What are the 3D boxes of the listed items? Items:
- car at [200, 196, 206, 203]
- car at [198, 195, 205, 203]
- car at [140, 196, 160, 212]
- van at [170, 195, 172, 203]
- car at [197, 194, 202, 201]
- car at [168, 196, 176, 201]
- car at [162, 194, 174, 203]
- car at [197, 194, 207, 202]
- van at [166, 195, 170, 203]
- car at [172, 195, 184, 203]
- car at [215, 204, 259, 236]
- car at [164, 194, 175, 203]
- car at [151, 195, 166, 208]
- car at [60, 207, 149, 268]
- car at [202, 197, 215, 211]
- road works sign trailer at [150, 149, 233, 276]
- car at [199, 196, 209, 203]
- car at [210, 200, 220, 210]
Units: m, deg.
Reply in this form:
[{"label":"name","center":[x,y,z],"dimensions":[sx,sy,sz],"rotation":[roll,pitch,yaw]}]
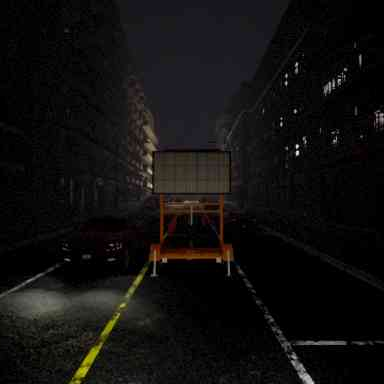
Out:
[{"label":"car","center":[2.572,1.634,46.301],"dimensions":[2.008,1.369,4.403],"rotation":[1,0,0]},{"label":"car","center":[2.569,1.684,62.893],"dimensions":[1.887,1.381,4.507],"rotation":[1,0,0]},{"label":"car","center":[-5.305,1.594,40.660],"dimensions":[1.752,1.417,4.829],"rotation":[2,0,0]},{"label":"van","center":[-5.307,1.481,62.953],"dimensions":[1.690,1.788,3.998],"rotation":[1,0,0]},{"label":"car","center":[2.567,1.706,68.423],"dimensions":[1.887,1.381,4.507],"rotation":[1,0,0]},{"label":"car","center":[-5.320,1.830,90.605],"dimensions":[1.947,1.339,4.313],"rotation":[1,0,0]},{"label":"car","center":[-5.309,1.501,74.014],"dimensions":[2.192,1.841,5.009],"rotation":[1,0,0]},{"label":"car","center":[2.534,1.551,85.017],"dimensions":[2.192,1.841,5.009],"rotation":[1,0,0]},{"label":"van","center":[-5.305,1.459,57.421],"dimensions":[1.690,1.788,3.998],"rotation":[2,0,0]},{"label":"car","center":[-2.767,1.776,71.725],"dimensions":[1.895,1.301,4.718],"rotation":[0,0,0]},{"label":"car","center":[2.580,1.565,18.647],"dimensions":[1.887,1.381,4.507],"rotation":[1,0,0]},{"label":"car","center":[-5.311,1.525,79.544],"dimensions":[2.192,1.841,5.009],"rotation":[1,0,0]},{"label":"car","center":[-5.301,1.399,46.363],"dimensions":[2.192,1.841,5.009],"rotation":[2,0,0]},{"label":"car","center":[-2.854,1.487,11.522],"dimensions":[1.882,1.535,5.008],"rotation":[0,0,0]},{"label":"car","center":[2.574,1.614,40.769],"dimensions":[1.887,1.381,4.507],"rotation":[1,0,0]},{"label":"road works sign trailer","center":[-0.013,0.473,10.318],"dimensions":[2.380,3.560,2.880],"rotation":[0,0,0]},{"label":"car","center":[2.576,1.626,73.955],"dimensions":[1.967,1.590,4.097],"rotation":[1,0,0]},{"label":"car","center":[2.579,1.555,24.349],"dimensions":[1.752,1.417,4.829],"rotation":[1,0,0]}]
